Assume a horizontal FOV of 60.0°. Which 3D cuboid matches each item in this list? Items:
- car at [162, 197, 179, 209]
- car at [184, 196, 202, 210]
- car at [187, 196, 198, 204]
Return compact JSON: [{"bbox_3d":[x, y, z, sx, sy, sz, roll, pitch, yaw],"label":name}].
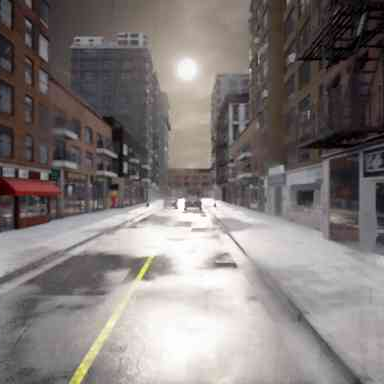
[{"bbox_3d":[-2.776,1.411,43.802,1.837,1.490,4.892,0,0,0],"label":"car"},{"bbox_3d":[0.115,1.259,41.487,2.097,1.767,4.553,0,0,0],"label":"car"},{"bbox_3d":[0.127,1.495,62.461,1.895,1.301,4.718,0,0,0],"label":"car"}]
